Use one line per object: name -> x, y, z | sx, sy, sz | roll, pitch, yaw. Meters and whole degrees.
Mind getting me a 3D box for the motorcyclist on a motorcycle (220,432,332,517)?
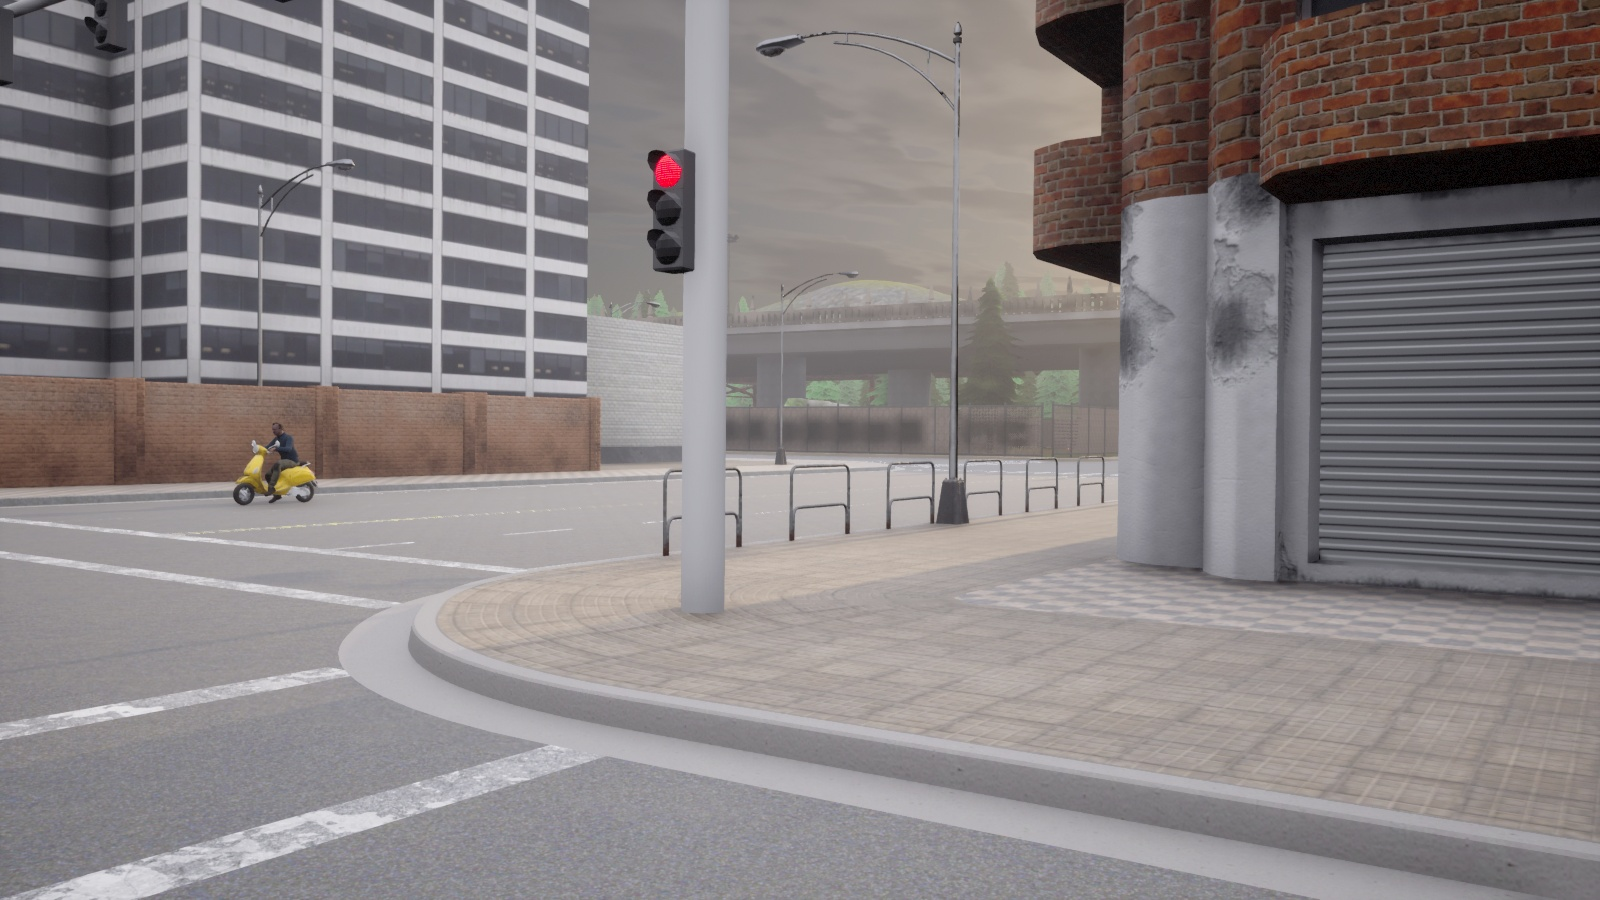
motorcyclist on a motorcycle -> -10.189, 0.443, 24.478 | 0.866, 1.590, 1.817 | 0, 1, 33
